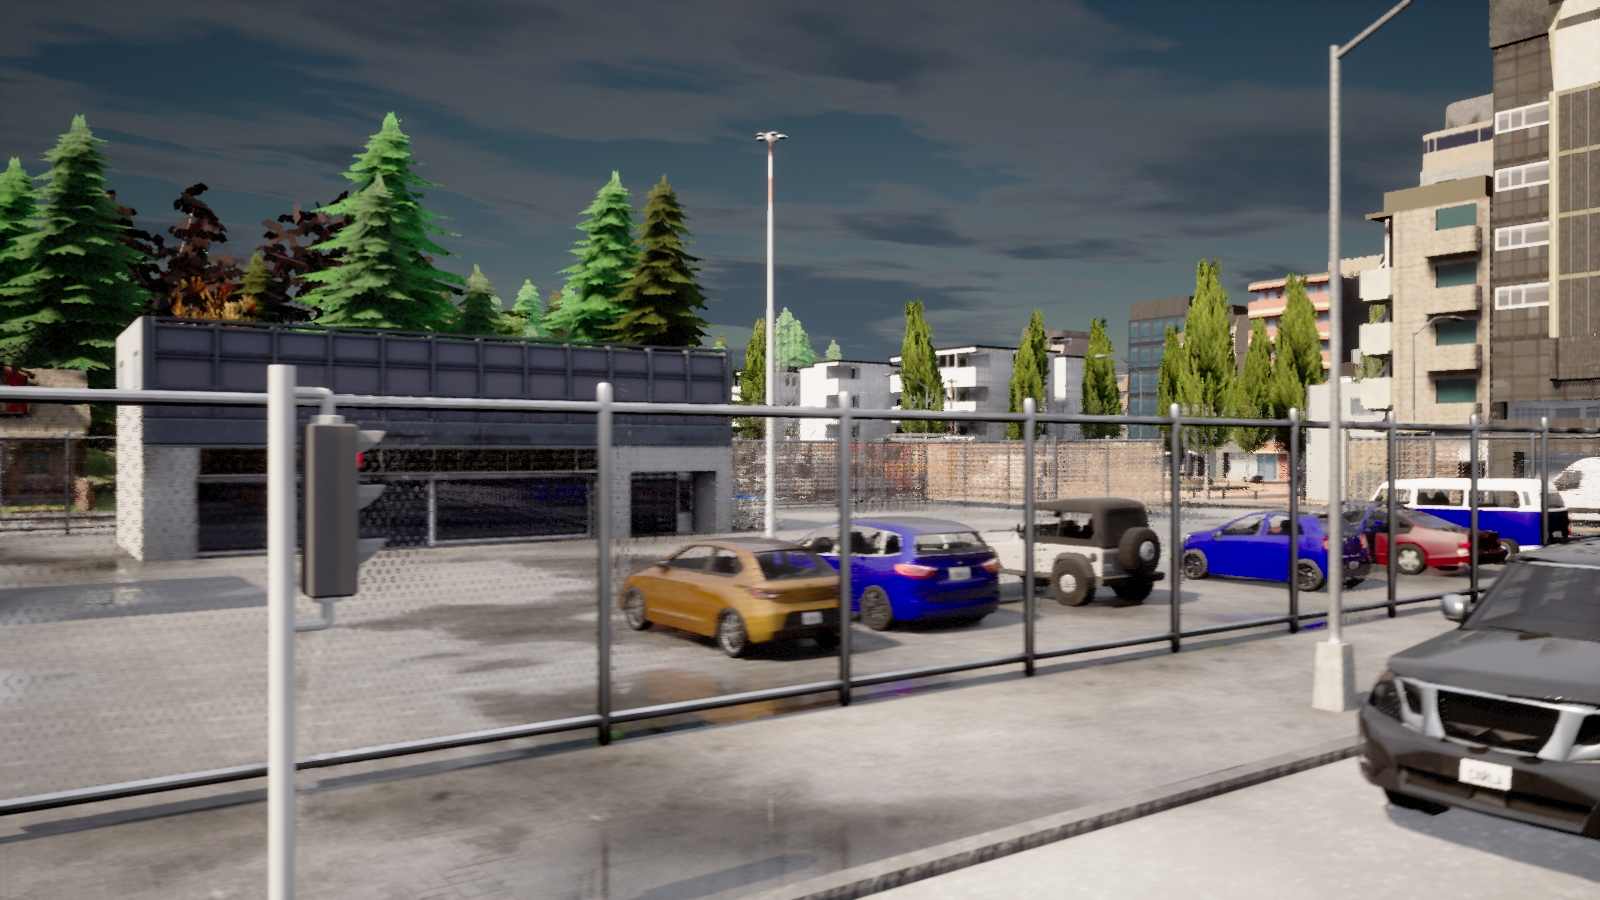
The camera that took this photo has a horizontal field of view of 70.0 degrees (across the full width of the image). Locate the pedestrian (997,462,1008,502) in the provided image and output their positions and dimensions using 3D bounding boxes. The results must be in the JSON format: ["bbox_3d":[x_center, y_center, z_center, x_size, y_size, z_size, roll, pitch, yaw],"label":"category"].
[{"bbox_3d":[9.597,1.516,54.070,0.375,1.860,0.375,0,0,-41],"label":"pedestrian"}]

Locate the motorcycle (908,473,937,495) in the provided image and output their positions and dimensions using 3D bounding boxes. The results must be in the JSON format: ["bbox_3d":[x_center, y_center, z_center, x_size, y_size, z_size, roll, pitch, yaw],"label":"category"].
[{"bbox_3d":[7.078,1.962,65.955,0.856,1.236,1.805,0,0,37],"label":"motorcycle"}]

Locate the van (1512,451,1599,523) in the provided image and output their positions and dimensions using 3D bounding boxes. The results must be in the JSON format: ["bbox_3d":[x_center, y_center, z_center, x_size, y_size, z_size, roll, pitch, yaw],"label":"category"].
[{"bbox_3d":[29.374,1.314,41.240,1.988,2.561,5.915,0,0,-35],"label":"van"}]

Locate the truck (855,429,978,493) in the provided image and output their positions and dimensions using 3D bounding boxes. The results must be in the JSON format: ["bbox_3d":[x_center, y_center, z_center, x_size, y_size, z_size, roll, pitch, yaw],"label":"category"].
[{"bbox_3d":[7.249,0.671,72.364,2.891,3.827,8.468,0,0,-35],"label":"truck"}]

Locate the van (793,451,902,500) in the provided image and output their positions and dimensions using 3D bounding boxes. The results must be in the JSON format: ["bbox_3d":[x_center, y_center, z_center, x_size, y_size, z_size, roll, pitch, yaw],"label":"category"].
[{"bbox_3d":[2.588,1.314,61.565,5.915,2.561,1.988,0,0,-36],"label":"van"}]

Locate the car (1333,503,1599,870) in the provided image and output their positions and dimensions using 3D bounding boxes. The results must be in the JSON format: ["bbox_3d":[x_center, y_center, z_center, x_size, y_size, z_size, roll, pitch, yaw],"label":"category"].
[{"bbox_3d":[6.843,1.556,9.194,5.566,2.045,2.150,0,0,-35],"label":"car"}]
